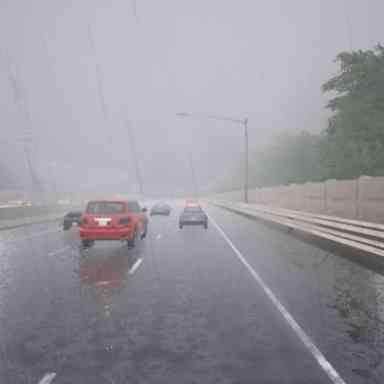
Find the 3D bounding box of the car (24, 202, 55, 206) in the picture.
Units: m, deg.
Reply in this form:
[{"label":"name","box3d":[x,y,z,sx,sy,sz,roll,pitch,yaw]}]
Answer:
[{"label":"car","box3d":[-17.520,1.935,39.930,2.033,1.411,5.357,0,-1,0]}]

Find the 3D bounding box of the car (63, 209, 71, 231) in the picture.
[{"label":"car","box3d":[-6.902,1.660,22.003,1.837,1.490,4.892,0,-1,0]}]

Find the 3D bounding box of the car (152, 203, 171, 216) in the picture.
[{"label":"car","box3d":[-3.404,1.903,36.853,1.994,1.385,4.181,0,-1,0]}]

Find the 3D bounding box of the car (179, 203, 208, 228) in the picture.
[{"label":"car","box3d":[0.098,1.737,23.842,1.994,1.385,4.181,0,-1,0]}]

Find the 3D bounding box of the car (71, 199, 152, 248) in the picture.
[{"label":"car","box3d":[-3.401,1.314,15.367,2.150,2.045,5.566,0,0,0]}]

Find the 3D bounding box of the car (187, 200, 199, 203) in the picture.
[{"label":"car","box3d":[0.096,1.768,42.002,2.097,1.767,4.553,0,-1,0]}]

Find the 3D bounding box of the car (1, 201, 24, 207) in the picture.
[{"label":"car","box3d":[-21.019,1.867,40.008,1.882,1.535,5.008,0,-1,0]}]
